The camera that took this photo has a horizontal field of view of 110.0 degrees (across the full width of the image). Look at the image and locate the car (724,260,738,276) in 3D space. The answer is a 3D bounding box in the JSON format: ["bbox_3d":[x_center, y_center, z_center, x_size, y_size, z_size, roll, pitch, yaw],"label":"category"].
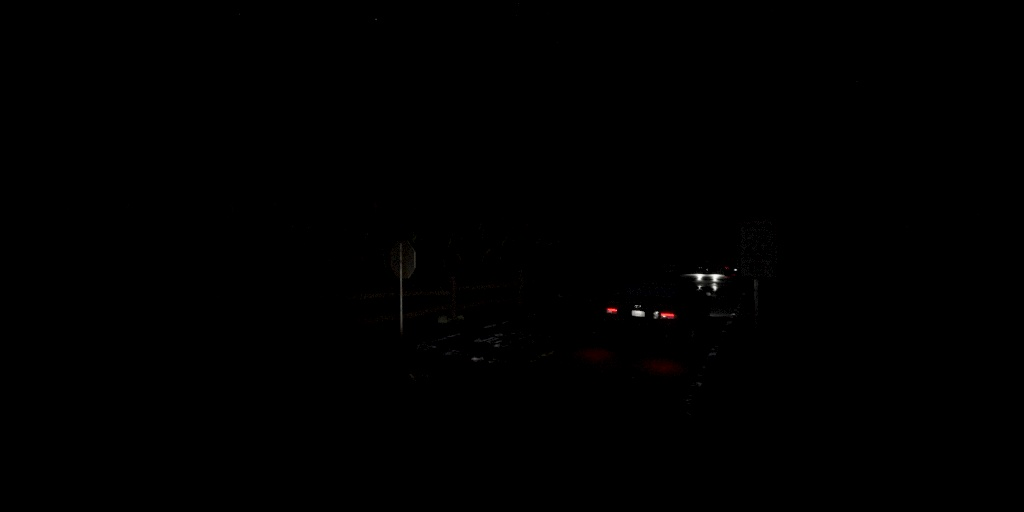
[{"bbox_3d":[22.188,1.265,35.343,1.994,1.385,4.181,0,0,36],"label":"car"}]

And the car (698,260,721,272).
[{"bbox_3d":[22.178,1.197,40.195,1.837,1.490,4.892,0,0,35],"label":"car"}]

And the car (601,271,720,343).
[{"bbox_3d":[4.178,1.291,9.820,2.033,1.411,5.357,0,0,35],"label":"car"}]
